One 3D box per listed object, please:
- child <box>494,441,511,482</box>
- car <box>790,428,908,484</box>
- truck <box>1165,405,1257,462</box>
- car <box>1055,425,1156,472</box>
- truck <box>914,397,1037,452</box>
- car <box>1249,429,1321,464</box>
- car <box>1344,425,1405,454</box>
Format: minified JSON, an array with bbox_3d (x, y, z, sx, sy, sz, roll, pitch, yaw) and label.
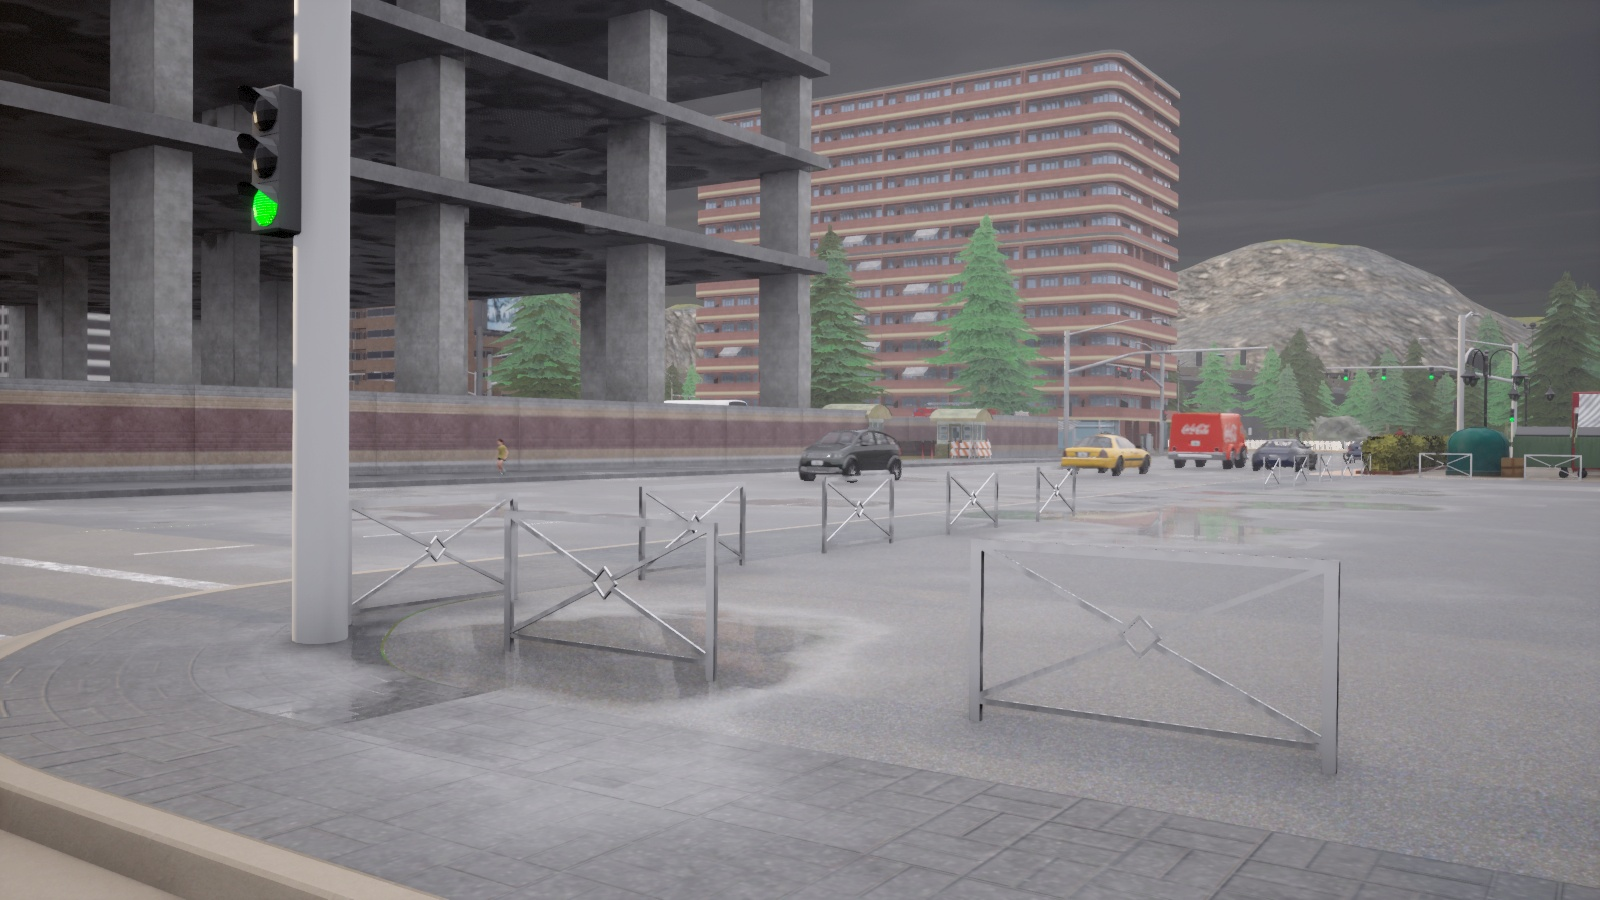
[{"bbox_3d":[-8.223,0.311,34.702,0.255,1.110,0.394,0,1,32],"label":"child"},{"bbox_3d":[1.493,0.136,37.008,1.789,1.549,3.705,0,1,33],"label":"car"},{"bbox_3d":[18.525,-0.750,56.470,2.627,2.467,5.204,0,1,33],"label":"truck"},{"bbox_3d":[11.035,-0.101,45.116,1.801,1.575,5.366,0,1,33],"label":"car"},{"bbox_3d":[12.721,-1.797,91.465,8.468,3.827,2.891,0,1,34],"label":"truck"},{"bbox_3d":[20.595,-0.174,53.253,1.994,1.385,4.181,0,1,33],"label":"car"},{"bbox_3d":[31.442,-0.551,68.663,3.705,1.549,1.789,0,0,-44],"label":"car"}]
